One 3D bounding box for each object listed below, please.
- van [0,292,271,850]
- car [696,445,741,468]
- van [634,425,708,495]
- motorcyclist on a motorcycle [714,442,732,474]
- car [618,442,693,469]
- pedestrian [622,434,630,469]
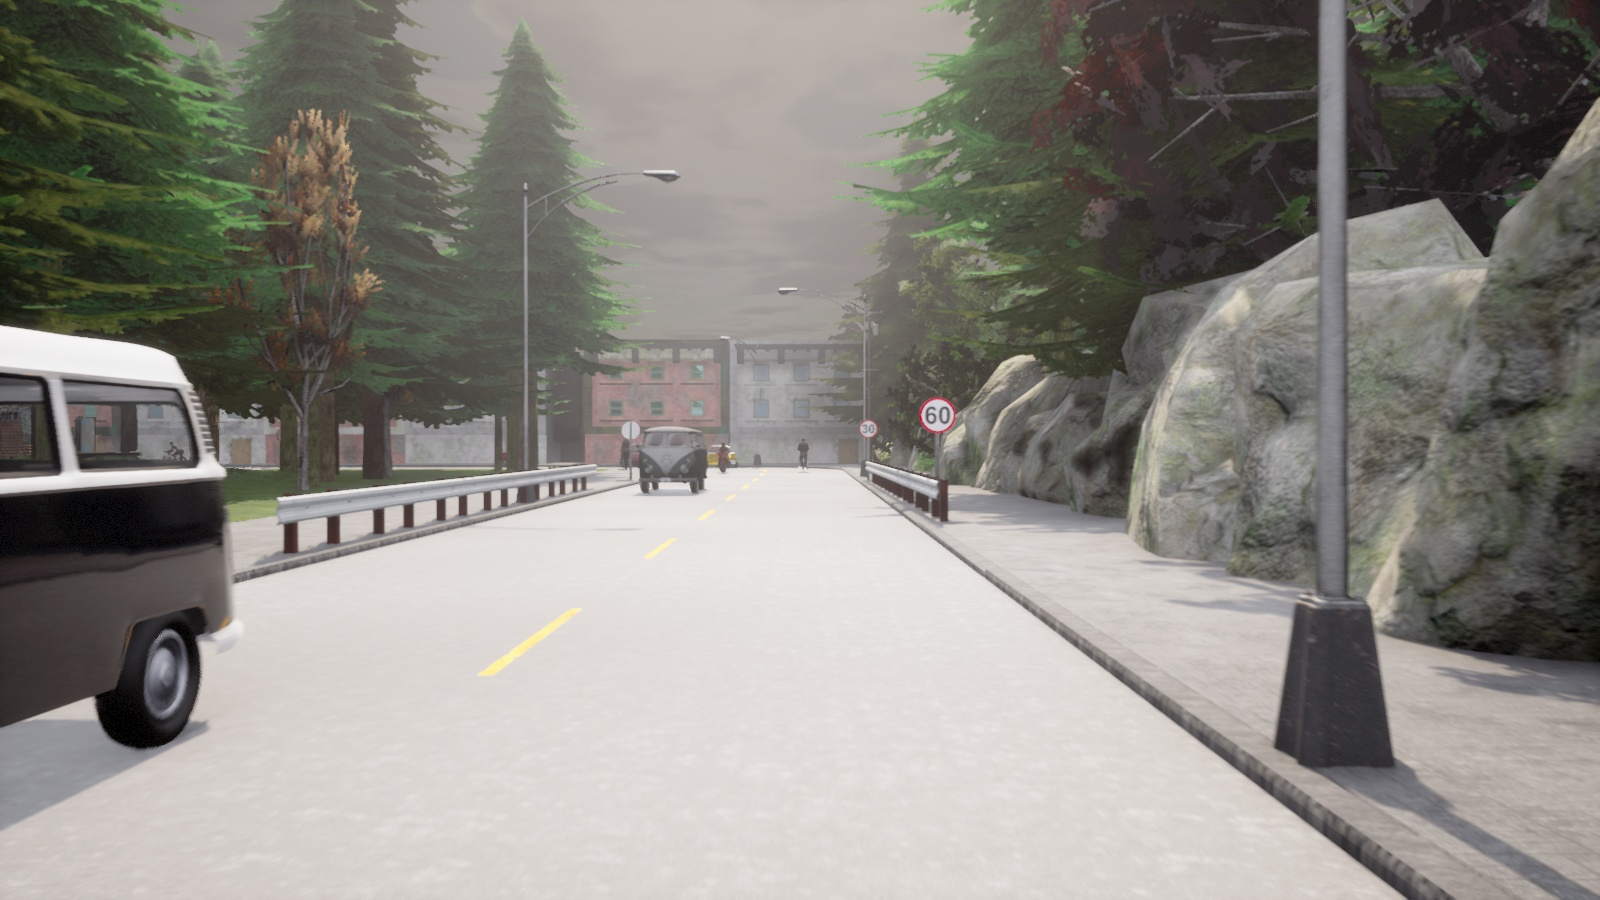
[{"bbox_3d":[-3.958,0.441,4.679,2.069,2.038,4.480,0,0,0],"label":"van"},{"bbox_3d":[-4.871,0.377,74.983,2.207,1.376,1.481,1,0,40],"label":"car"},{"bbox_3d":[-3.840,0.284,38.058,1.775,1.987,4.442,0,0,0],"label":"van"},{"bbox_3d":[-3.764,0.379,61.515,0.797,1.523,2.044,0,0,0],"label":"motorcyclist on a motorcycle"},{"bbox_3d":[-8.300,0.299,72.375,3.806,1.475,1.970,0,0,19],"label":"car"},{"bbox_3d":[-9.091,0.079,65.637,0.328,1.805,0.869,0,0,-1],"label":"pedestrian"}]
